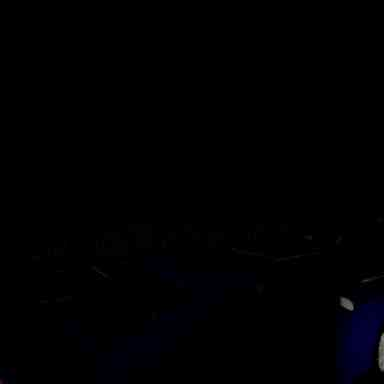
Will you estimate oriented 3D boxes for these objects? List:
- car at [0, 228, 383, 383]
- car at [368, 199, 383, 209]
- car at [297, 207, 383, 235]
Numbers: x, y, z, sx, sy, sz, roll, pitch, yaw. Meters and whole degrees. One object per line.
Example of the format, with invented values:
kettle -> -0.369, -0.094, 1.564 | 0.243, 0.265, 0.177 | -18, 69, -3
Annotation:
car -> 0.521, 1.477, 3.806 | 5.008, 1.535, 1.882 | 0, 0, -36
car -> 11.275, 1.314, 18.559 | 5.009, 1.841, 2.192 | 0, 0, -35
car -> 6.687, 1.565, 15.285 | 4.313, 1.339, 1.947 | 0, 0, -35
